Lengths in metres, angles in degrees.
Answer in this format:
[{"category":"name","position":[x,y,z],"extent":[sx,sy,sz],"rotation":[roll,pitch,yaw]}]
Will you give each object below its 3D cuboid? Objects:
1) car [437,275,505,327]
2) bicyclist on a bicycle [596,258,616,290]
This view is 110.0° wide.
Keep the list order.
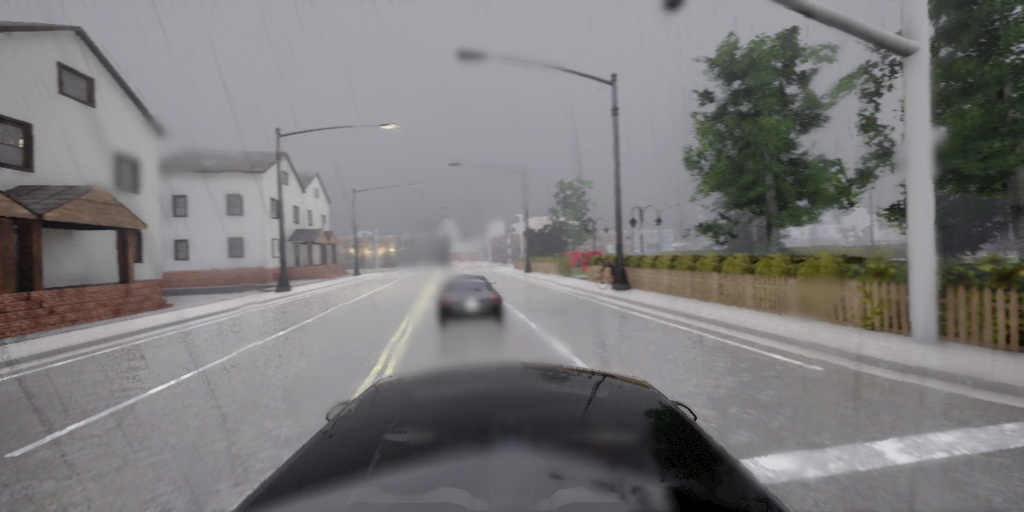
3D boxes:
[{"category":"car","position":[-1.438,1.330,11.908],"extent":[1.994,1.385,4.181],"rotation":[-2,0,-9]},{"category":"bicyclist on a bicycle","position":[4.827,0.834,17.980],"extent":[1.656,1.620,0.582],"rotation":[-10,-18,-13]}]
